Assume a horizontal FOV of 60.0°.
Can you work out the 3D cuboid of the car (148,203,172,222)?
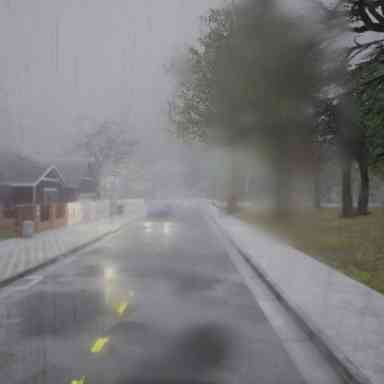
[{"bbox_3d":[-2.840,1.785,30.147,1.882,1.535,5.008,0,-1,0],"label":"car"}]
